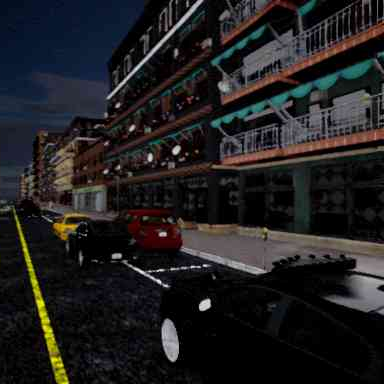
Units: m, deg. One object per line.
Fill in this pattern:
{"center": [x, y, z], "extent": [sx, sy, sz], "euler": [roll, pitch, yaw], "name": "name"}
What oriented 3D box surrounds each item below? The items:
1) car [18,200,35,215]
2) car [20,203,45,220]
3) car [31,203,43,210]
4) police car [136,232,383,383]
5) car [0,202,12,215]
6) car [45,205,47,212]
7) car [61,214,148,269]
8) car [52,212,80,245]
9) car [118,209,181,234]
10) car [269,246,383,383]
{"center": [-23.605, 2.168, 47.603], "extent": [2.150, 2.045, 5.566], "euler": [1, -1, -29], "name": "car"}
{"center": [-17.811, 2.246, 37.035], "extent": [1.837, 1.490, 4.892], "euler": [1, -2, -28], "name": "car"}
{"center": [-31.874, 2.910, 68.368], "extent": [1.887, 1.381, 4.507], "euler": [1, -2, -29], "name": "car"}
{"center": [1.222, 1.526, 3.659], "extent": [1.930, 1.638, 5.238], "euler": [1, -1, -29], "name": "police car"}
{"center": [-26.250, 2.247, 46.182], "extent": [2.097, 1.767, 4.553], "euler": [1, -2, -29], "name": "car"}
{"center": [-26.558, 2.704, 58.624], "extent": [1.752, 1.417, 4.829], "euler": [1, -2, -29], "name": "car"}
{"center": [-3.459, 1.782, 12.375], "extent": [1.837, 1.490, 4.892], "euler": [1, -2, -28], "name": "car"}
{"center": [-6.352, 1.834, 17.845], "extent": [1.801, 1.575, 5.366], "euler": [1, -2, -29], "name": "car"}
{"center": [-2.185, 1.632, 13.954], "extent": [2.192, 1.841, 5.009], "euler": [1, -2, -29], "name": "car"}
{"center": [3.211, 1.674, 4.053], "extent": [2.008, 1.369, 4.403], "euler": [1, -2, -29], "name": "car"}
